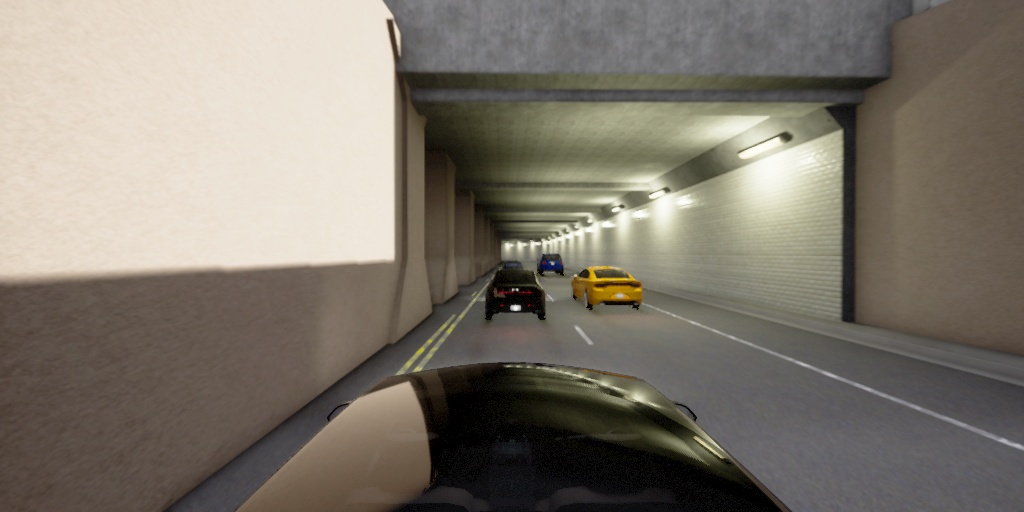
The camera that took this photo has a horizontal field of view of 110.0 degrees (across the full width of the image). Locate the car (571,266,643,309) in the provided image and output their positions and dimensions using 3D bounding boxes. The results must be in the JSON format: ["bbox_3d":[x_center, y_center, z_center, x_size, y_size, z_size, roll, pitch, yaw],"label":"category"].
[{"bbox_3d":[3.606,1.149,14.431,1.882,1.535,5.008,0,0,0],"label":"car"}]

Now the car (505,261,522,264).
[{"bbox_3d":[0.114,1.123,29.892,2.033,1.411,5.357,0,0,0],"label":"car"}]

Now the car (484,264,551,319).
[{"bbox_3d":[0.106,1.188,12.458,1.837,1.490,4.892,0,0,0],"label":"car"}]

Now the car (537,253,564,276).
[{"bbox_3d":[3.616,0.769,34.357,2.150,2.045,5.566,0,0,0],"label":"car"}]
